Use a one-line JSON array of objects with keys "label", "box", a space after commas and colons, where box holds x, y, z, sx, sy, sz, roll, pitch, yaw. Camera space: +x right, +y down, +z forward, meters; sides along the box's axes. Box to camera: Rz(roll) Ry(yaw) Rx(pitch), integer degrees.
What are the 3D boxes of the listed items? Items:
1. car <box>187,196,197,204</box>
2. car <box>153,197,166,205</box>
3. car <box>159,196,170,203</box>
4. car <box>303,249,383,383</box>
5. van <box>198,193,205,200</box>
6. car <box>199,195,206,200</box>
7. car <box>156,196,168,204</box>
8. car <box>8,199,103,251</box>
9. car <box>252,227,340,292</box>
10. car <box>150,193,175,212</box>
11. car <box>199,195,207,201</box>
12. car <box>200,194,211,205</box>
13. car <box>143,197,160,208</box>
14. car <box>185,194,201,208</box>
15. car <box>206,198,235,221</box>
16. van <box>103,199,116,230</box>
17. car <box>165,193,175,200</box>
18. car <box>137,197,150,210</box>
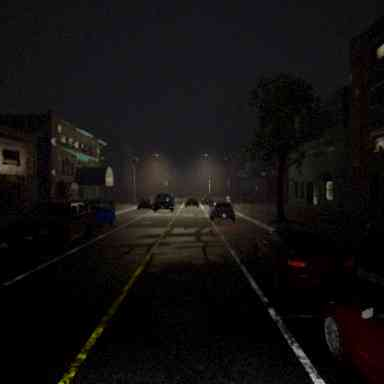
[{"label": "car", "box": [-0.032, 1.512, 61.944, 1.895, 1.301, 4.718, 0, 0, 0]}, {"label": "car", "box": [-5.723, 1.498, 58.564, 1.802, 1.307, 4.206, -1, 0, 0]}, {"label": "car", "box": [-5.728, 1.481, 69.661, 1.802, 1.307, 4.206, -1, 0, 0]}, {"label": "car", "box": [2.685, 1.578, 3.087, 1.802, 1.307, 4.206, -1, 0, 0]}, {"label": "van", "box": [2.639, 1.206, 91.860, 1.690, 1.788, 3.998, -1, 0, 0]}, {"label": "car", "box": [2.644, 1.399, 86.482, 1.752, 1.417, 4.829, -1, 0, 0]}, {"label": "car", "box": [-5.726, 1.458, 64.112, 2.008, 1.369, 4.403, -1, 0, 0]}, {"label": "car", "box": [-5.703, 1.295, 14.177, 2.192, 1.841, 5.009, -1, 0, 0]}, {"label": "car", "box": [2.683, 1.570, 8.635, 1.802, 1.307, 4.206, -1, 0, 0]}, {"label": "car", "box": [-3.113, 1.167, 37.627, 2.150, 2.045, 5.566, 0, 0, 0]}, {"label": "car", "box": [2.647, 1.465, 80.764, 1.802, 1.307, 4.206, -1, 0, 0]}, {"label": "car", "box": [2.658, 1.482, 58.570, 1.947, 1.339, 4.313, -1, 0, 0]}, {"label": "car", "box": [-5.717, 1.477, 47.467, 1.887, 1.381, 4.507, -1, 0, 0]}, {"label": "car", "box": [-0.001, 1.458, 47.224, 1.812, 1.442, 4.674, 0, 0, 1]}, {"label": "car", "box": [2.337, 1.488, 26.559, 1.812, 1.442, 4.674, 0, 0, 0]}, {"label": "van", "box": [-5.706, 1.313, 19.725, 1.690, 1.788, 3.998, -1, 0, 0]}, {"label": "car", "box": [-5.739, 1.189, 86.305, 2.192, 1.841, 5.009, -1, 0, 0]}, {"label": "car", "box": [-5.716, 1.380, 41.919, 1.967, 1.590, 4.097, -1, 0, 0]}]
